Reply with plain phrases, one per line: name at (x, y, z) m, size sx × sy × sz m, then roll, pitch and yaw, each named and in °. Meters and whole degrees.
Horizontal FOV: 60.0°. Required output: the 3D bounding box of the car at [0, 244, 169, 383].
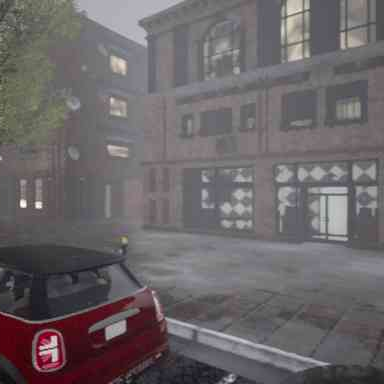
car at (-2.363, 1.445, 4.558) m, size 4.097 × 1.590 × 1.967 m, roll 0°, pitch 0°, yaw 35°

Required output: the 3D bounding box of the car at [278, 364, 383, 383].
car at (2.276, 1.550, 1.250) m, size 4.403 × 1.369 × 2.008 m, roll 0°, pitch 0°, yaw 35°
